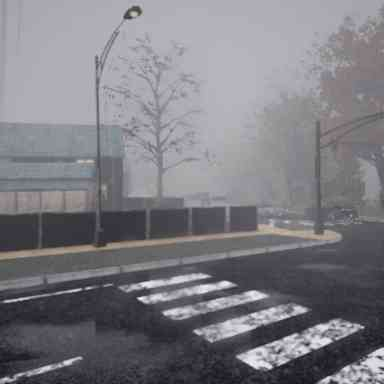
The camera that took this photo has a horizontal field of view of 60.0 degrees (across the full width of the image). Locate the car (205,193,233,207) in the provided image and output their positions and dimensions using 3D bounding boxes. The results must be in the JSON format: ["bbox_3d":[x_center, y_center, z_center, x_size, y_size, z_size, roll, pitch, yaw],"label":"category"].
[{"bbox_3d":[3.688,1.329,42.952,2.097,1.767,4.553,-1,1,-15],"label":"car"}]

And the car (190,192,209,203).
[{"bbox_3d":[1.787,1.046,61.294,2.150,2.045,5.566,-1,1,-15],"label":"car"}]

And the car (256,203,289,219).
[{"bbox_3d":[6.964,1.649,30.521,1.895,1.301,4.718,-1,1,-15],"label":"car"}]

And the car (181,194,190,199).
[{"bbox_3d":[-1.243,1.472,61.929,1.895,1.301,4.718,-1,1,-14],"label":"car"}]

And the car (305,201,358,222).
[{"bbox_3d":[11.024,1.508,26.637,2.128,1.511,4.902,-1,1,-15],"label":"car"}]
